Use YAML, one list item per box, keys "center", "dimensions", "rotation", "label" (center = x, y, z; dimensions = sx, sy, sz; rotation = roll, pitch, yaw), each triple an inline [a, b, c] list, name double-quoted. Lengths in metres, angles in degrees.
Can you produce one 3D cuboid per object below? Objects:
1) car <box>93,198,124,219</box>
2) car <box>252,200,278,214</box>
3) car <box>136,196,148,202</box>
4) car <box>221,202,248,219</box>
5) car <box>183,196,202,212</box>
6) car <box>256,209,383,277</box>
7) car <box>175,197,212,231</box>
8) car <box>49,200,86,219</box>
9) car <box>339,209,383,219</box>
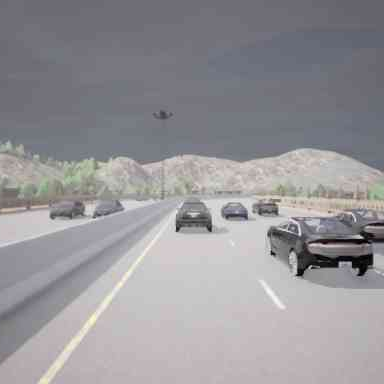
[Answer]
- center: [-7.097, 1.505, 28.686]
  dimensions: [1.837, 1.490, 4.892]
  rotation: [0, 0, 0]
  label: "car"
- center: [7.098, 1.493, 32.616]
  dimensions: [2.128, 1.511, 4.902]
  rotation: [0, 0, 0]
  label: "car"
- center: [-10.431, 1.431, 69.915]
  dimensions: [1.994, 1.385, 4.181]
  rotation: [0, 0, 0]
  label: "car"
- center: [3.598, 1.565, 28.733]
  dimensions: [1.994, 1.385, 4.181]
  rotation: [0, 0, 0]
  label: "car"
- center: [0.098, 1.353, 38.685]
  dimensions: [2.097, 1.767, 4.553]
  rotation: [0, 0, 0]
  label: "car"
- center: [3.600, 1.492, 10.241]
  dimensions: [2.128, 1.511, 4.902]
  rotation: [0, 0, 0]
  label: "car"
- center: [0.099, 1.353, 20.712]
  dimensions: [2.097, 1.767, 4.553]
  rotation: [0, 0, 0]
  label: "car"
- center: [-10.598, 1.505, 28.684]
  dimensions: [1.837, 1.490, 4.892]
  rotation: [0, 0, 0]
  label: "car"
- center: [7.100, 1.492, 14.365]
  dimensions: [2.128, 1.511, 4.902]
  rotation: [0, 0, 0]
  label: "car"
